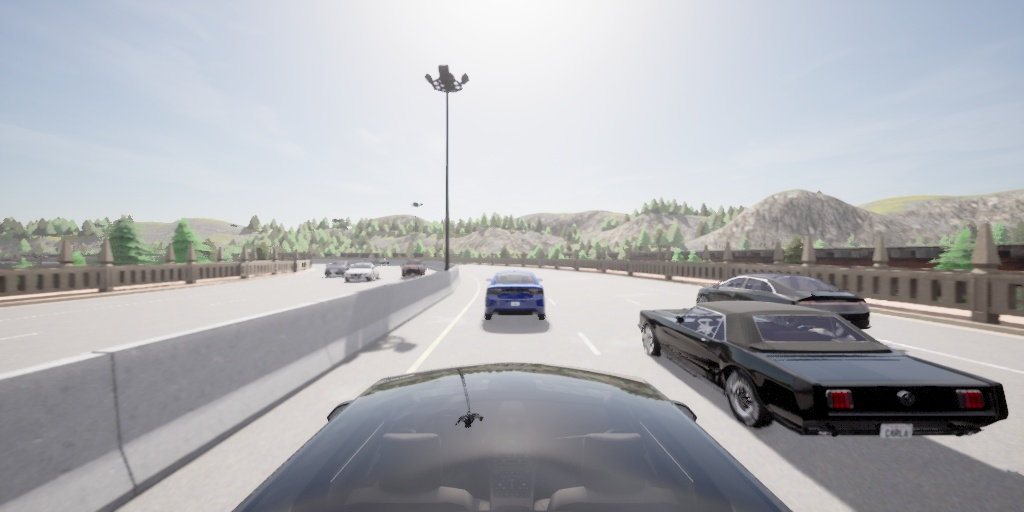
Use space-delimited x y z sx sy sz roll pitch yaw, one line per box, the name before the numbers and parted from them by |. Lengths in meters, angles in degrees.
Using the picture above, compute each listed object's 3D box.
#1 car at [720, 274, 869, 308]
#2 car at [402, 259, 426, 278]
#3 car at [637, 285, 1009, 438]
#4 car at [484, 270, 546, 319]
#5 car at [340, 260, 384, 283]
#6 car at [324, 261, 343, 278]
car | 7.097 1.241 10.099 2.128 1.511 4.902 0 0 0
car | -9.330 1.103 34.330 2.097 1.767 4.553 0 0 -12
car | 3.601 1.351 5.572 1.895 1.301 4.718 0 0 0
car | 0.084 1.228 12.797 1.882 1.535 5.008 0 0 0
car | -11.789 1.276 28.512 1.812 1.442 4.674 0 0 -9
car | -16.472 1.243 34.334 2.128 1.511 4.902 0 0 -14
